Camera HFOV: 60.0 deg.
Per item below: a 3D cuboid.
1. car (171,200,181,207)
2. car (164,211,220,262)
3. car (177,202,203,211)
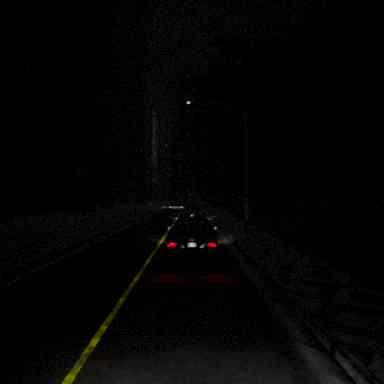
[{"bbox_3d":[-3.029,2.186,64.679,1.994,1.385,4.181,0,-1,1],"label":"car"},{"bbox_3d":[0.006,1.676,12.561,2.033,1.411,5.357,0,-1,0],"label":"car"},{"bbox_3d":[0.012,1.843,28.521,1.994,1.385,4.181,0,0,1],"label":"car"}]
